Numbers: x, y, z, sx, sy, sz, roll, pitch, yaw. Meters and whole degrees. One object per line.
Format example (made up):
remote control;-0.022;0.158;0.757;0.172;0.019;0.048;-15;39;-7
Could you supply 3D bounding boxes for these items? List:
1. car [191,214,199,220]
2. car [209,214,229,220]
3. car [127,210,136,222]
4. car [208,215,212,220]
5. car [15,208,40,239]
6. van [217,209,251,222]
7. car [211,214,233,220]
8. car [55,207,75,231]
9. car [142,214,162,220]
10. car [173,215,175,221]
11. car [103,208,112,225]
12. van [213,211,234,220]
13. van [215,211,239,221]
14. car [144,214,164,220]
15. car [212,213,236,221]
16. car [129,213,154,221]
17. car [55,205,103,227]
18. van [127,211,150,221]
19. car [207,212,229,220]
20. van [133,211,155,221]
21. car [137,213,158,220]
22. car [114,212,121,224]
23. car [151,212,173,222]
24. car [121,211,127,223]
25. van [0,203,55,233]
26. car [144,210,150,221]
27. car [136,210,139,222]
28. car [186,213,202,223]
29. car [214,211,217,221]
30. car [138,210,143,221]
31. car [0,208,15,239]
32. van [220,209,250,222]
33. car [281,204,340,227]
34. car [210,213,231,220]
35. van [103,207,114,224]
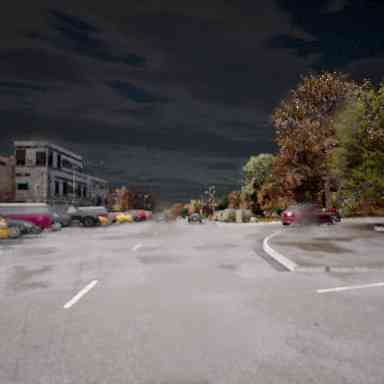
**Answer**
car;0.755;6.268;82.960;2.128;1.511;4.902;0;-4;1
car;7.247;6.676;88.513;4.792;1.488;2.163;2;-5;-19
car;-11.270;3.672;47.681;5.366;1.575;1.946;1;-4;-19
car;6.830;5.326;70.823;5.366;1.575;1.946;2;-4;-19
car;-11.376;1.825;18.488;4.892;1.521;2.231;0;-2;-20
van;6.645;3.635;50.304;4.442;1.987;1.878;2;-4;-19
car;7.140;6.018;79.703;4.792;1.488;2.163;2;-5;-19
car;-11.324;2.099;24.327;4.892;1.521;2.231;0;-3;-20
car;-10.602;6.656;88.706;4.892;1.521;2.231;1;-5;-19
car;-4.436;5.206;67.615;1.895;1.301;4.718;0;-4;1
car;-11.087;2.657;33.176;5.366;1.575;1.946;1;-4;-19
van;7.186;5.549;76.819;4.442;1.987;1.878;2;-5;-19
van;7.081;4.902;68.007;4.442;1.987;1.878;2;-5;-19
car;-10.692;7.087;94.487;5.366;1.575;1.946;1;-4;-19
car;7.033;5.552;73.823;4.892;1.521;2.231;2;-5;-19
car;-10.801;5.350;71.148;5.008;1.535;2.097;1;-4;-19
car;-11.266;2.205;30.211;5.566;2.045;2.435;0;-4;-20
van;-10.954;4.910;68.197;4.442;1.987;1.878;1;-4;-19
car;7.235;6.613;91.443;5.566;2.045;2.435;2;-4;-19
van;-10.666;5.341;74.134;4.442;1.987;1.878;1;-5;-19
car;-10.732;5.873;79.928;4.553;1.767;2.185;1;-5;-19
car;-11.227;3.095;38.954;4.792;1.488;2.163;1;-4;-19
car;-4.691;4.003;52.253;2.128;1.511;4.902;0;-4;1
car;-11.342;3.265;41.834;5.366;1.575;1.946;1;-4;-19
van;-11.464;1.726;21.379;4.442;1.987;1.878;0;-2;-20
car;-10.980;4.252;59.452;5.566;2.045;2.435;1;-4;-19
car;-11.026;3.912;50.673;4.792;1.488;2.163;1;-4;-19
car;0.423;3.730;47.878;1.812;1.442;4.674;0;-4;1
car;6.862;4.527;59.136;4.674;1.452;2.002;2;-4;-19
car;-11.015;4.089;53.595;4.892;1.521;2.231;1;-4;-19
car;-11.556;1.713;15.497;5.366;1.575;1.946;0;-2;-20
van;6.899;3.851;53.326;4.442;1.987;1.878;2;-5;-19
car;9.210;1.686;25.748;4.553;1.767;2.097;-1;-3;-25
car;7.123;6.079;82.630;4.553;1.767;2.185;2;-5;-19
van;-11.125;2.638;36.101;4.442;1.987;1.878;1;-5;-19
